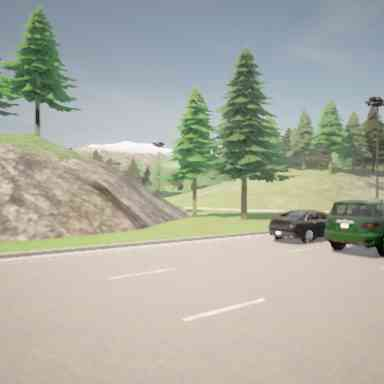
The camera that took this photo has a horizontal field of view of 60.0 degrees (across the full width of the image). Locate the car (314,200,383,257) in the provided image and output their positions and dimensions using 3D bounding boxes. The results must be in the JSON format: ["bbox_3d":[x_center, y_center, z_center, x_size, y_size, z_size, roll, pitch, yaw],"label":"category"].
[{"bbox_3d":[7.759,1.349,13.702,5.566,2.045,2.150,0,0,-35],"label":"car"}]

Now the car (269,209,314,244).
[{"bbox_3d":[5.953,1.642,16.710,4.892,1.490,1.837,0,0,-35],"label":"car"}]
